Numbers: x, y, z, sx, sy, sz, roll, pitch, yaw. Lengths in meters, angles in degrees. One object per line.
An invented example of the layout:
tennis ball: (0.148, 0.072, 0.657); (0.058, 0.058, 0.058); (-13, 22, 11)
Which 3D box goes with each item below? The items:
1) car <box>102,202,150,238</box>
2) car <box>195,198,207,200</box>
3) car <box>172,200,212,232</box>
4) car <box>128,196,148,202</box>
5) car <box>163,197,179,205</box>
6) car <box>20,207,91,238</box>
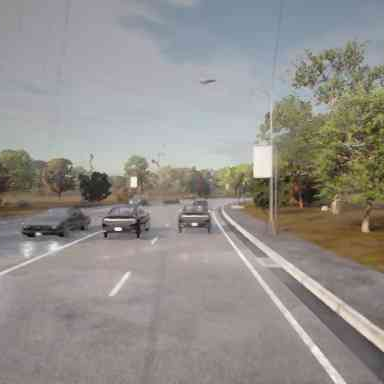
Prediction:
car: (-3.361, 1.490, 17.634); (2.128, 1.511, 4.902); (0, 0, 0)
car: (1.176, 1.504, 42.002); (1.837, 1.490, 4.892); (0, 0, 5)
car: (0.169, 1.490, 19.934); (2.128, 1.511, 4.902); (0, 0, 1)
car: (-8.420, 1.342, 52.036); (2.097, 1.767, 4.553); (0, 0, 9)
car: (-3.668, 1.594, 59.436); (1.895, 1.301, 4.718); (0, 0, 11)
car: (-7.057, 1.545, 17.975); (2.033, 1.411, 5.357); (0, 0, 0)
